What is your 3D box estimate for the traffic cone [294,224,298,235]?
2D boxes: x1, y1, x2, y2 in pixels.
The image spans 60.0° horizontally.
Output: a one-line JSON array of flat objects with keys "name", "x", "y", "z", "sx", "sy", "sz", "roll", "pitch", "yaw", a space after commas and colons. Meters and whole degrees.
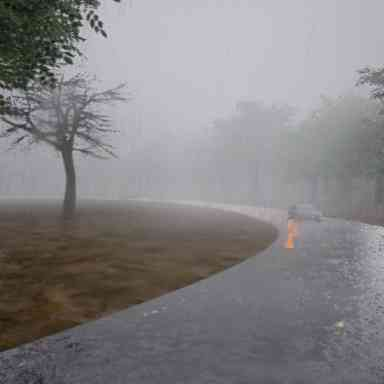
[{"name": "traffic cone", "x": 5.726, "y": 2.095, "z": 18.437, "sx": 0.340, "sy": 0.580, "sz": 0.340, "roll": -1, "pitch": -1, "yaw": 16}]

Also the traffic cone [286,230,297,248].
[{"name": "traffic cone", "x": 4.133, "y": 2.034, "z": 14.032, "sx": 0.340, "sy": 0.580, "sz": 0.340, "roll": 0, "pitch": -1, "yaw": 23}]

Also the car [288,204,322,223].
[{"name": "car", "x": 9.500, "y": 1.793, "z": 28.295, "sx": 1.837, "sy": 1.490, "sz": 4.892, "roll": -1, "pitch": -1, "yaw": 2}]

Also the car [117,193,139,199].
[{"name": "car", "x": -15.481, "y": 1.002, "z": 80.318, "sx": 5.357, "sy": 1.411, "sz": 2.033, "roll": 1, "pitch": 2, "yaw": 25}]

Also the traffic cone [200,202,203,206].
[{"name": "traffic cone", "x": 1.708, "y": 2.152, "z": 60.214, "sx": 0.340, "sy": 0.580, "sz": 0.340, "roll": -2, "pitch": 2, "yaw": -28}]

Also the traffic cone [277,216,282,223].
[{"name": "traffic cone", "x": 7.302, "y": 2.266, "z": 27.653, "sx": 0.340, "sy": 0.580, "sz": 0.340, "roll": -1, "pitch": -1, "yaw": 3}]
